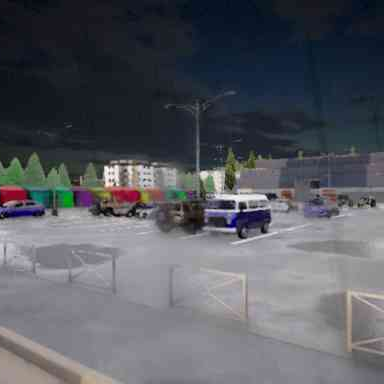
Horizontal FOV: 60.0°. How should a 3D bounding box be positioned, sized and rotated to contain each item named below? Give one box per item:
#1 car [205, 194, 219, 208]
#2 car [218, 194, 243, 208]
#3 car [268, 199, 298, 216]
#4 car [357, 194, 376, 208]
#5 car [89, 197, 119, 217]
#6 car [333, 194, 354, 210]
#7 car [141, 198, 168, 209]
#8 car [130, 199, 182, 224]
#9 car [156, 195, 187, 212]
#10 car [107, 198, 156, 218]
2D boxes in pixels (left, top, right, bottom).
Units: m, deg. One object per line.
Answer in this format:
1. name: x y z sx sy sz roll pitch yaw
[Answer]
1. car: 4.797 1.693 63.163 1.970 1.475 3.806 0 0 36
2. car: 7.128 1.435 61.449 1.905 1.878 3.866 0 0 36
3. car: 10.517 1.555 37.395 1.970 1.475 3.806 0 0 36
4. car: 25.305 1.287 48.159 1.932 1.855 4.605 0 0 36
5. car: -7.582 1.378 31.848 1.932 1.855 4.605 0 0 36
6. car: 22.999 1.309 49.909 1.905 1.878 3.866 0 0 36
7. car: -5.486 1.651 49.044 1.784 1.438 3.905 0 0 36
8. car: -3.046 1.584 28.598 1.970 1.475 3.806 0 0 36
9. car: -3.185 1.422 47.285 1.932 1.855 4.605 0 0 36
10. car: -5.384 1.571 30.305 1.784 1.438 3.905 0 0 36
